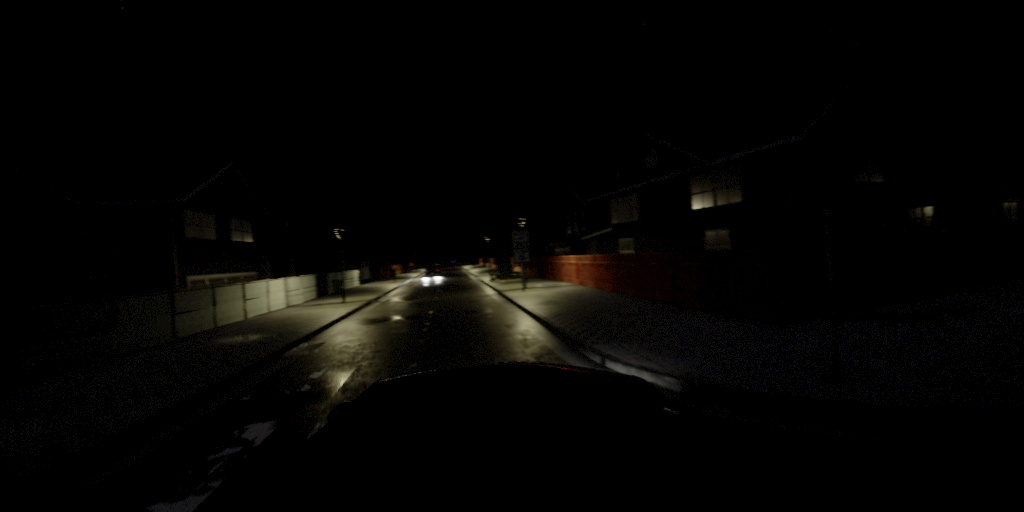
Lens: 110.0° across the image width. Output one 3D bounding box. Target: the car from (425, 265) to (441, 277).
[{"bbox_3d":[-10.069,1.839,45.646,1.895,1.301,4.718,-4,0,-10],"label":"car"}]
